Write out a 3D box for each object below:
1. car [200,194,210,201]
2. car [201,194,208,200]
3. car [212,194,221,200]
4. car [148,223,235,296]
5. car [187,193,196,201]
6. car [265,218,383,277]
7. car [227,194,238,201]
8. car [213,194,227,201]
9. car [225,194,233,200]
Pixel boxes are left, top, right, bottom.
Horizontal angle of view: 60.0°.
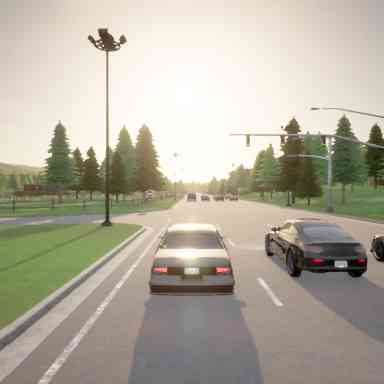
[{"bbox_3d":[3.455,1.531,83.516,2.033,1.411,5.357,0,0,0],"label":"car"},{"bbox_3d":[3.449,1.310,93.936,1.882,1.535,5.008,0,0,0],"label":"car"},{"bbox_3d":[6.949,1.372,93.938,2.033,1.411,5.357,0,0,0],"label":"car"},{"bbox_3d":[0.000,1.547,8.829,2.033,1.411,5.357,0,0,0],"label":"car"},{"bbox_3d":[-0.045,1.217,83.544,2.150,2.045,5.566,0,0,0],"label":"car"},{"bbox_3d":[3.514,1.526,10.109,1.812,1.442,4.674,0,0,0],"label":"car"},{"bbox_3d":[10.455,1.587,83.966,1.895,1.301,4.718,0,0,0],"label":"car"},{"bbox_3d":[6.955,1.347,83.904,2.097,1.767,4.553,0,0,0],"label":"car"},{"bbox_3d":[10.449,1.356,93.939,1.812,1.442,4.674,0,0,0],"label":"car"}]
